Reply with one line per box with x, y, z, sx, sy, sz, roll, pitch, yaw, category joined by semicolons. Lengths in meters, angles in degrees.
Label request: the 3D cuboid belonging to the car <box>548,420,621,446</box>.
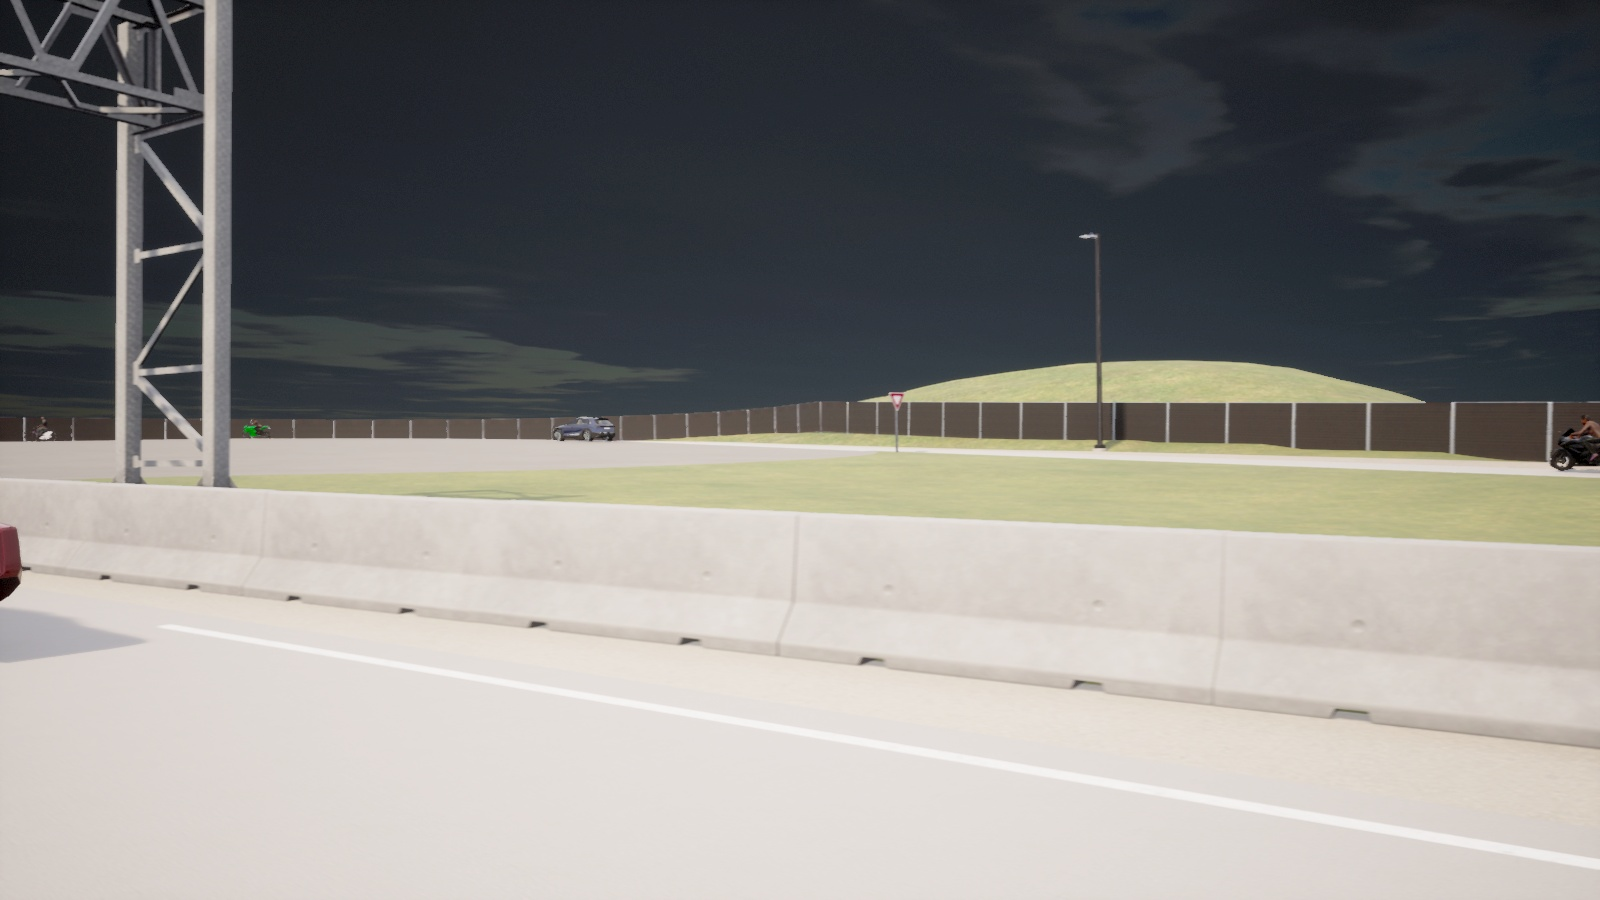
-14.100;-1.106;81.925;4.856;1.649;2.033;0;2;40;car

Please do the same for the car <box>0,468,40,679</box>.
-7.332;0.783;8.498;4.718;1.301;1.895;0;1;34;car

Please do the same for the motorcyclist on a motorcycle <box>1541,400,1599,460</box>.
20.437;-0.528;32.512;0.797;1.523;2.044;-2;1;-29;motorcyclist on a motorcycle
